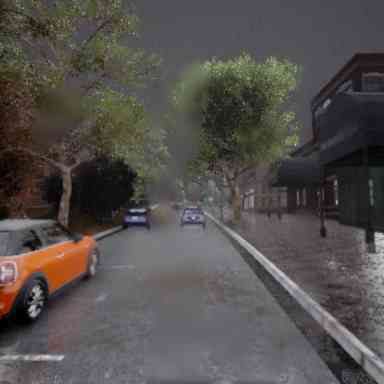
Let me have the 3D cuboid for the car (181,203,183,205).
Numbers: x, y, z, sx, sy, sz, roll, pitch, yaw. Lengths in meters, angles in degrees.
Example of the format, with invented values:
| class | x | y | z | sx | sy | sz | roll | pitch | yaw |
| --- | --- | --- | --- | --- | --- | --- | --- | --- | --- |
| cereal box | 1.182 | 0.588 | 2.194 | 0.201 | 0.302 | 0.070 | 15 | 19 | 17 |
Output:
| class | x | y | z | sx | sy | sz | roll | pitch | yaw |
| --- | --- | --- | --- | --- | --- | --- | --- | --- | --- |
| car | -3.436 | 3.233 | 74.445 | 2.231 | 1.521 | 4.892 | 0 | -1 | 2 |

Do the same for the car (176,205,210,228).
| class | x | y | z | sx | sy | sz | roll | pitch | yaw |
| --- | --- | --- | --- | --- | --- | --- | --- | --- | --- |
| car | 0.092 | 1.919 | 25.456 | 2.033 | 1.411 | 5.357 | 0 | -2 | 0 |

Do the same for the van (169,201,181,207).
| class | x | y | z | sx | sy | sz | roll | pitch | yaw |
| --- | --- | --- | --- | --- | --- | --- | --- | --- | --- |
| van | -3.654 | 2.720 | 63.202 | 1.878 | 1.987 | 4.442 | 1 | -1 | 2 |

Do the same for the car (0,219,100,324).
| class | x | y | z | sx | sy | sz | roll | pitch | yaw |
| --- | --- | --- | --- | --- | --- | --- | --- | --- | --- |
| car | -3.658 | 1.375 | 7.396 | 2.185 | 1.767 | 4.553 | 0 | 0 | 2 |

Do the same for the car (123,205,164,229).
| class | x | y | z | sx | sy | sz | roll | pitch | yaw |
| --- | --- | --- | --- | --- | --- | --- | --- | --- | --- |
| car | -3.646 | 1.841 | 24.130 | 2.163 | 1.488 | 4.792 | 1 | -2 | 2 |

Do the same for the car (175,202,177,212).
| class | x | y | z | sx | sy | sz | roll | pitch | yaw |
| --- | --- | --- | --- | --- | --- | --- | --- | --- | --- |
| car | -3.668 | 2.504 | 46.397 | 2.163 | 1.488 | 4.792 | 0 | -1 | 2 |

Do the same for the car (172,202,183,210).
| class | x | y | z | sx | sy | sz | roll | pitch | yaw |
| --- | --- | --- | --- | --- | --- | --- | --- | --- | --- |
| car | -3.437 | 3.239 | 80.156 | 2.185 | 1.767 | 4.553 | -1 | -1 | 2 |

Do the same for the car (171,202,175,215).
| class | x | y | z | sx | sy | sz | roll | pitch | yaw |
| --- | --- | --- | --- | --- | --- | --- | --- | --- | --- |
| car | -3.662 | 2.308 | 40.793 | 2.097 | 1.535 | 5.008 | 0 | -1 | 2 |

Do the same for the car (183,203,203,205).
| class | x | y | z | sx | sy | sz | roll | pitch | yaw |
| --- | --- | --- | --- | --- | --- | --- | --- | --- | --- |
| car | 0.081 | 2.413 | 42.783 | 1.812 | 1.442 | 4.674 | 0 | -2 | 0 |

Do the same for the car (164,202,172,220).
| class | x | y | z | sx | sy | sz | roll | pitch | yaw |
| --- | --- | --- | --- | --- | --- | --- | --- | --- | --- |
| car | -3.653 | 2.142 | 35.235 | 2.097 | 1.535 | 5.008 | 1 | -2 | 2 |

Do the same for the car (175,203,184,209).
| class | x | y | z | sx | sy | sz | roll | pitch | yaw |
| --- | --- | --- | --- | --- | --- | --- | --- | --- | --- |
| car | -3.198 | 3.499 | 85.853 | 2.097 | 1.535 | 5.008 | 0 | -2 | 2 |
